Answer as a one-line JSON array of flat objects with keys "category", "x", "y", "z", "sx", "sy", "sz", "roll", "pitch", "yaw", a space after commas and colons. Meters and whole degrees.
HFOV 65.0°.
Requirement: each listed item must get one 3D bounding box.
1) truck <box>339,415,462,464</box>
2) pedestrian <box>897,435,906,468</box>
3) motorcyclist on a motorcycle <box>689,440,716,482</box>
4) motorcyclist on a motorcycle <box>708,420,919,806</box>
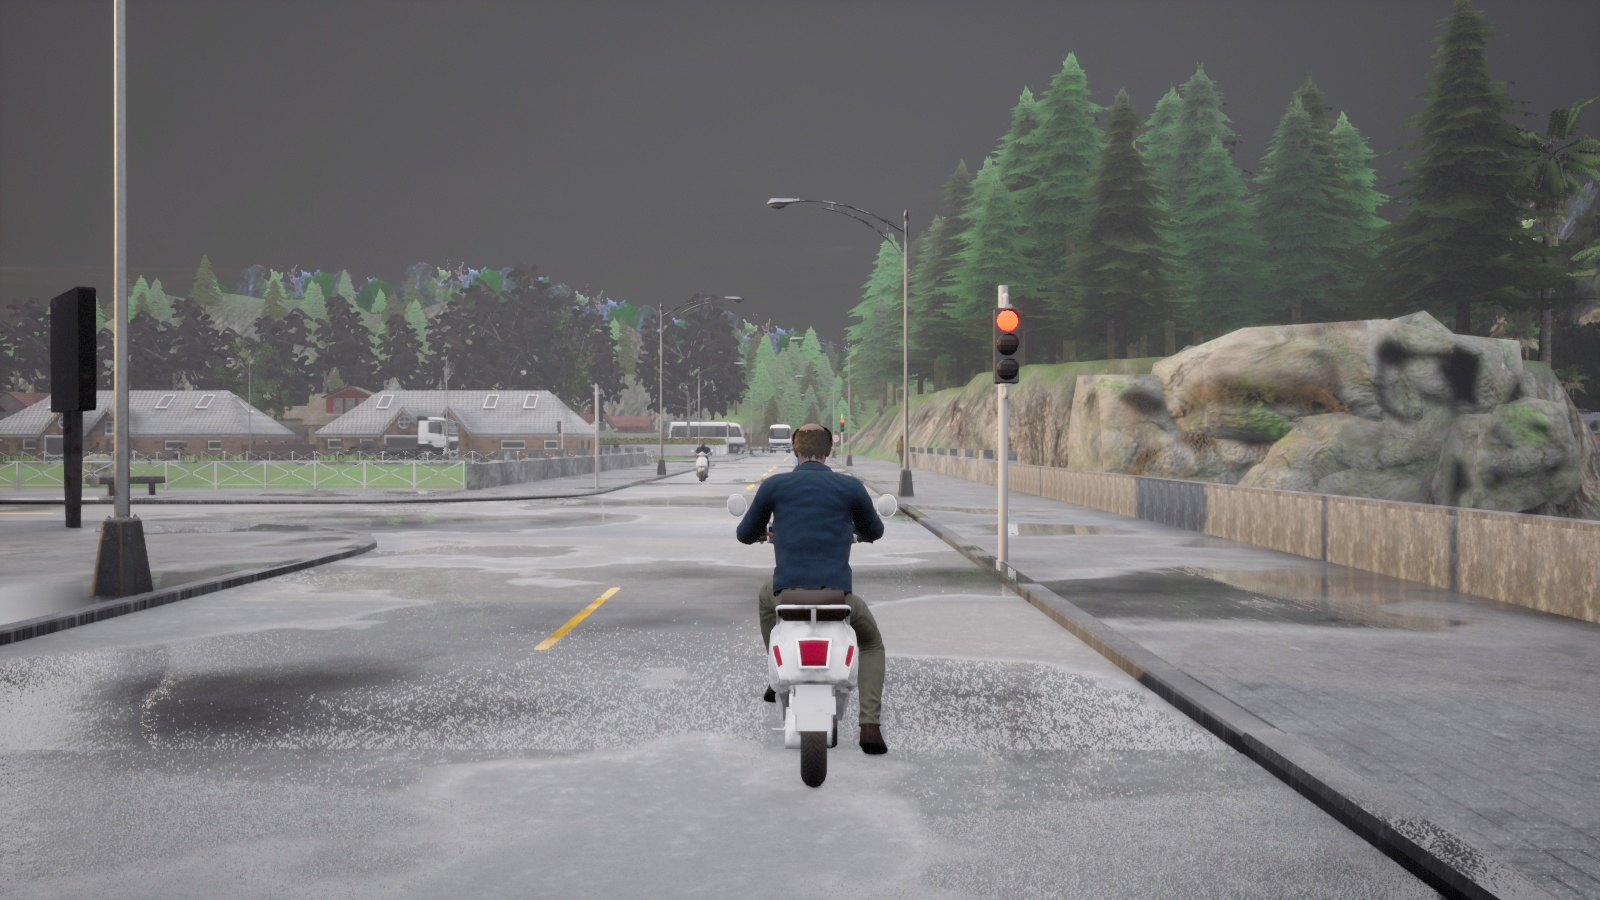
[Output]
[{"category": "truck", "x": -28.727, "y": -0.769, "z": 90.416, "sx": 7.936, "sy": 3.462, "sz": 2.891, "roll": 0, "pitch": 0, "yaw": 0}, {"category": "pedestrian", "x": 5.639, "y": 0.066, "z": 69.896, "sx": 0.370, "sy": 1.835, "sz": 0.726, "roll": 0, "pitch": 0, "yaw": -8}, {"category": "motorcyclist on a motorcycle", "x": -3.717, "y": 0.424, "z": 47.994, "sx": 0.866, "sy": 1.590, "sz": 1.817, "roll": 0, "pitch": -1, "yaw": 0}, {"category": "motorcyclist on a motorcycle", "x": 0.059, "y": 0.666, "z": 6.070, "sx": 0.866, "sy": 1.590, "sz": 1.817, "roll": 0, "pitch": 0, "yaw": 0}]
